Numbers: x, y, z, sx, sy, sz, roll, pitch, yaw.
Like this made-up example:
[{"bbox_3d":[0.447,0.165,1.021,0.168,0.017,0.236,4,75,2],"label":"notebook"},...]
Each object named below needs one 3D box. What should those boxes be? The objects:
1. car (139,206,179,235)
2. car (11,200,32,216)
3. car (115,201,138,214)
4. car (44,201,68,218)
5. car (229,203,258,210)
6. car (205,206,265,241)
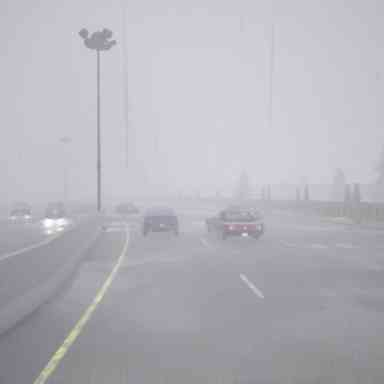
[{"bbox_3d":[-1.968,1.543,19.264,1.882,1.535,5.008,0,0,-11],"label":"car"},{"bbox_3d":[-18.439,1.785,36.037,2.033,1.411,5.357,0,0,-24],"label":"car"},{"bbox_3d":[-7.335,1.715,37.032,1.994,1.385,4.181,0,0,-22],"label":"car"},{"bbox_3d":[-13.201,1.674,32.353,2.128,1.511,4.902,0,0,-21],"label":"car"},{"bbox_3d":[3.699,1.597,26.068,2.033,1.411,5.357,0,0,-14],"label":"car"},{"bbox_3d":[1.999,1.638,17.110,1.895,1.301,4.718,0,0,-10],"label":"car"}]
